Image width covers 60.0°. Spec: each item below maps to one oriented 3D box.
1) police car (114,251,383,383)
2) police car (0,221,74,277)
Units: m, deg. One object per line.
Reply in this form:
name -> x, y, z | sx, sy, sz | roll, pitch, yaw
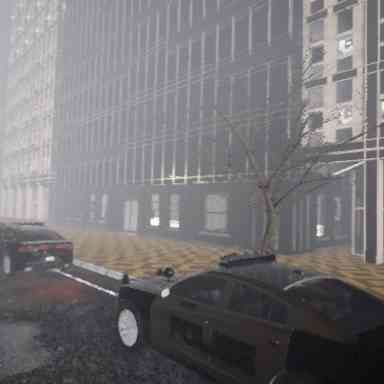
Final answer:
police car -> 0.675, 1.703, 4.833 | 1.930, 1.638, 5.238 | 4, -4, -43
police car -> -6.122, 1.905, 12.167 | 1.930, 1.638, 5.238 | 4, -4, -43
